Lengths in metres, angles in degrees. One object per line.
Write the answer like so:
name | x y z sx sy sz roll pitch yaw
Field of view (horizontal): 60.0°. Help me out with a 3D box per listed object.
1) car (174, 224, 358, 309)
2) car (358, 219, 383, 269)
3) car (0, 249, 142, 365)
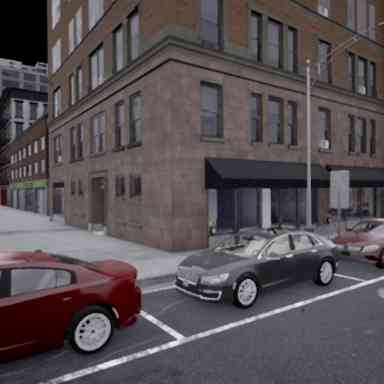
car | 1.655 1.540 7.726 4.403 1.369 2.008 0 -1 -36
car | 6.198 1.562 10.971 4.206 1.307 1.802 0 -1 -36
car | -2.888 1.544 4.482 4.507 1.381 1.887 0 0 -36
